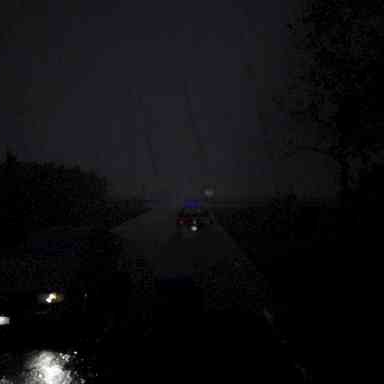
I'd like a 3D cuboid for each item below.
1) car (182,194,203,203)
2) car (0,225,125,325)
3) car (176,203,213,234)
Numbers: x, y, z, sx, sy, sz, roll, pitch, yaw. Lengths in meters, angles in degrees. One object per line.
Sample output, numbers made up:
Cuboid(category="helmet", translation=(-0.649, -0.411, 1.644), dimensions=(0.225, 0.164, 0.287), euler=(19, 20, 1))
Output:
Cuboid(category="car", translation=(0.091, 1.287, 33.369), dimensions=(1.882, 1.535, 5.008), euler=(0, 0, 0))
Cuboid(category="car", translation=(-2.850, 1.509, 7.601), dimensions=(2.033, 1.411, 5.357), euler=(0, 0, 0))
Cuboid(category="car", translation=(0.099, 1.501, 18.633), dimensions=(1.895, 1.301, 4.718), euler=(0, 0, -1))
